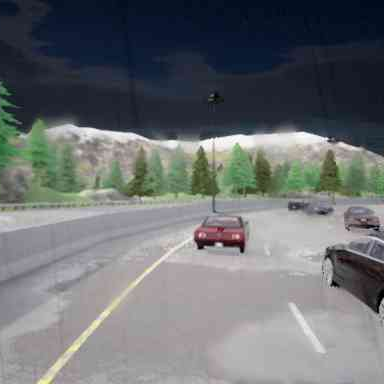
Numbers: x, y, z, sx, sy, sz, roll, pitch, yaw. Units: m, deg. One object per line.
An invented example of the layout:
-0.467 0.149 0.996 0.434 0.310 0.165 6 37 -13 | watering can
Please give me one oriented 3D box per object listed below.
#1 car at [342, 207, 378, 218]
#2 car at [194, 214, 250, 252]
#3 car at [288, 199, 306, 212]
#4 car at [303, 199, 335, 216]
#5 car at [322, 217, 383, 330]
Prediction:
10.603 1.627 20.965 2.033 1.411 5.357 1 0 23 | car
1.432 1.590 13.990 1.895 1.301 4.718 1 0 12 | car
13.010 1.549 39.581 1.882 1.535 5.008 0 0 36 | car
13.135 1.647 33.861 1.994 1.385 4.181 0 0 33 | car
4.028 1.526 6.387 2.128 1.511 4.902 1 0 5 | car
